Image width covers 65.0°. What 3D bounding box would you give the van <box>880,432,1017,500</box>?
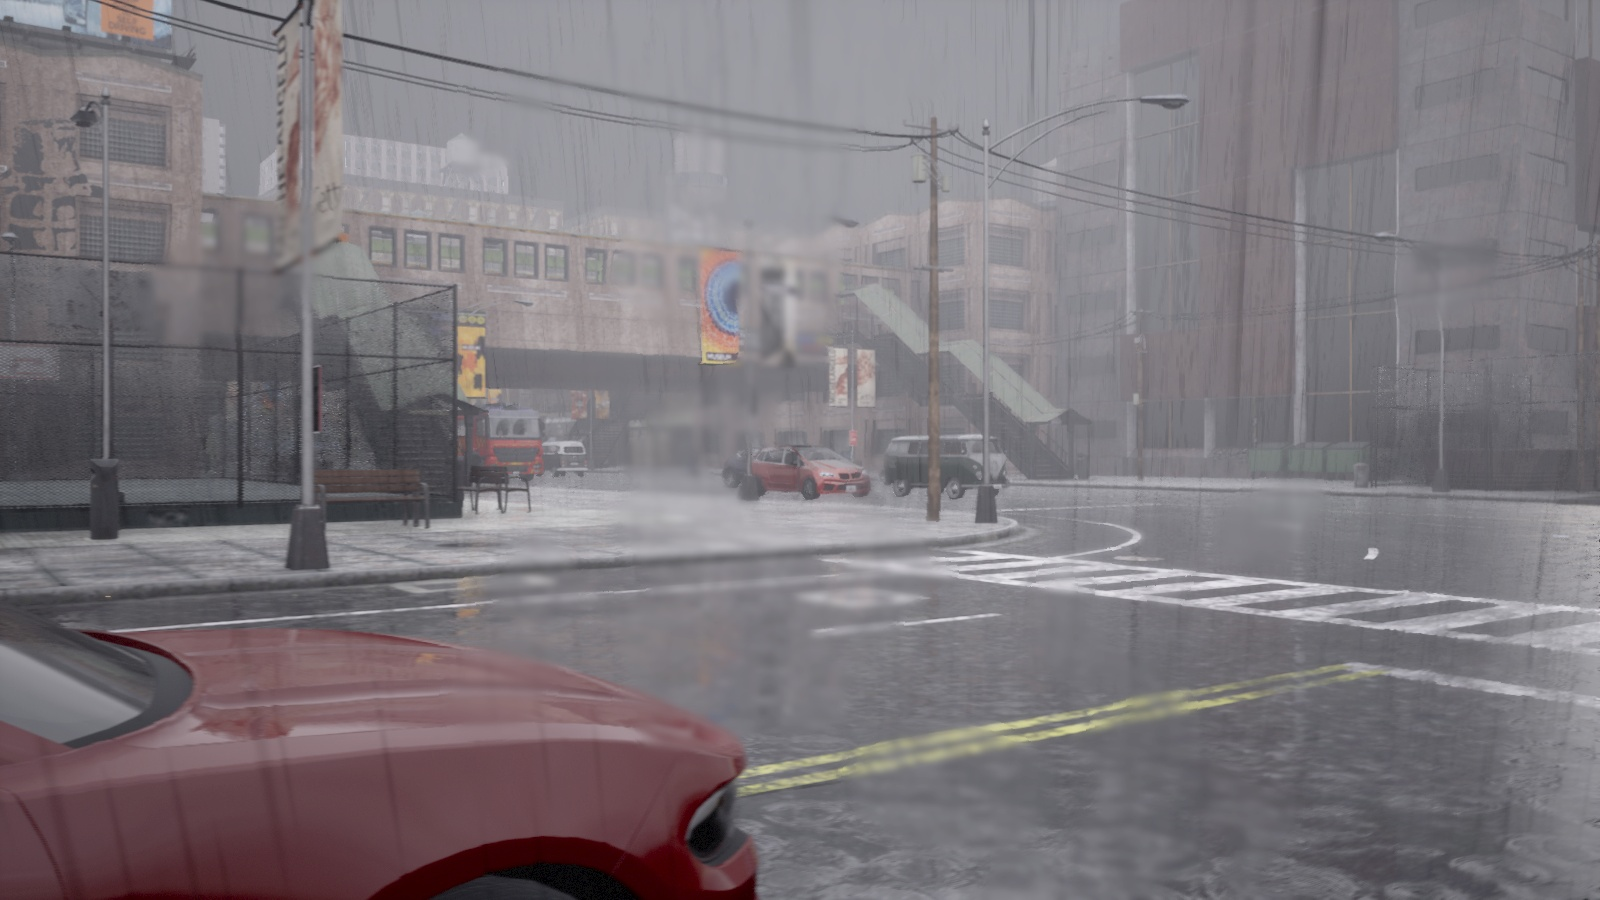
[{"bbox_3d":[4.584,0.480,39.318,1.775,1.987,4.442,0,0,-34],"label":"van"}]

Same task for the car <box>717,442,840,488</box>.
[{"bbox_3d":[-0.881,0.535,47.133,2.152,1.651,5.027,0,0,-35],"label":"car"}]

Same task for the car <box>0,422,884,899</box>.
[{"bbox_3d":[-2.406,0.736,1.948,5.008,1.535,1.882,0,0,-36],"label":"car"}]

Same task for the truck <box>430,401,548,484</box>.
[{"bbox_3d":[-15.513,-0.327,62.098,2.891,3.827,8.468,0,0,-34],"label":"truck"}]

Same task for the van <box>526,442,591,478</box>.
[{"bbox_3d":[-13.922,0.553,72.183,2.069,2.038,4.480,0,0,-35],"label":"van"}]

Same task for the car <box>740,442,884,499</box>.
[{"bbox_3d":[0.297,0.593,39.324,2.242,1.667,4.611,0,0,-35],"label":"car"}]
